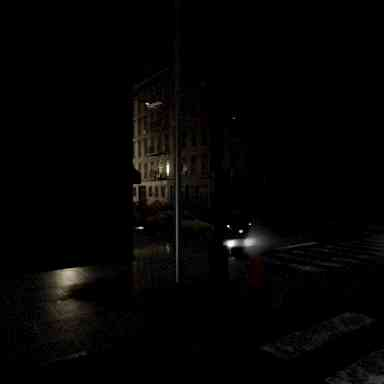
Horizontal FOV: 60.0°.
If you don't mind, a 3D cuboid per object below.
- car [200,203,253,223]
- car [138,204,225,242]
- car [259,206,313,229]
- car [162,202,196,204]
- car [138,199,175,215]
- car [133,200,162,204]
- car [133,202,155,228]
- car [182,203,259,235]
[{"bbox_3d":[2.591,1.578,25.932,1.802,1.307,4.206,0,0,-35],"label":"car"},{"bbox_3d":[-0.713,1.554,16.737,1.752,1.417,4.829,0,0,-35],"label":"car"},{"bbox_3d":[5.731,1.557,21.523,1.947,1.339,4.313,0,0,-35],"label":"car"},{"bbox_3d":[-0.549,1.565,30.341,1.947,1.339,4.313,0,0,-35],"label":"car"},{"bbox_3d":[-3.787,1.528,34.889,1.752,1.417,4.829,0,0,-35],"label":"car"},{"bbox_3d":[-4.745,1.516,26.776,2.128,1.511,4.902,0,0,-35],"label":"car"},{"bbox_3d":[-3.952,1.584,21.285,2.008,1.369,4.403,0,0,-35],"label":"car"},{"bbox_3d":[1.011,1.565,18.735,2.033,1.411,5.357,0,0,-32],"label":"car"}]
